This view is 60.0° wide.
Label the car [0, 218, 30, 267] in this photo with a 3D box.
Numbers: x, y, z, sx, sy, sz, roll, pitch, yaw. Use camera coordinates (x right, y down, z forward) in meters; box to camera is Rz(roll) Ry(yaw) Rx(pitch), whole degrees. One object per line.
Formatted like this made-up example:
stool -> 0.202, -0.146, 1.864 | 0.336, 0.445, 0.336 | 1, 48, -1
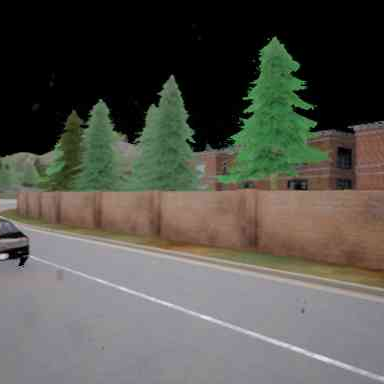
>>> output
car -> -7.007, 1.597, 10.973 | 4.902, 1.511, 2.128 | 0, -1, 44
